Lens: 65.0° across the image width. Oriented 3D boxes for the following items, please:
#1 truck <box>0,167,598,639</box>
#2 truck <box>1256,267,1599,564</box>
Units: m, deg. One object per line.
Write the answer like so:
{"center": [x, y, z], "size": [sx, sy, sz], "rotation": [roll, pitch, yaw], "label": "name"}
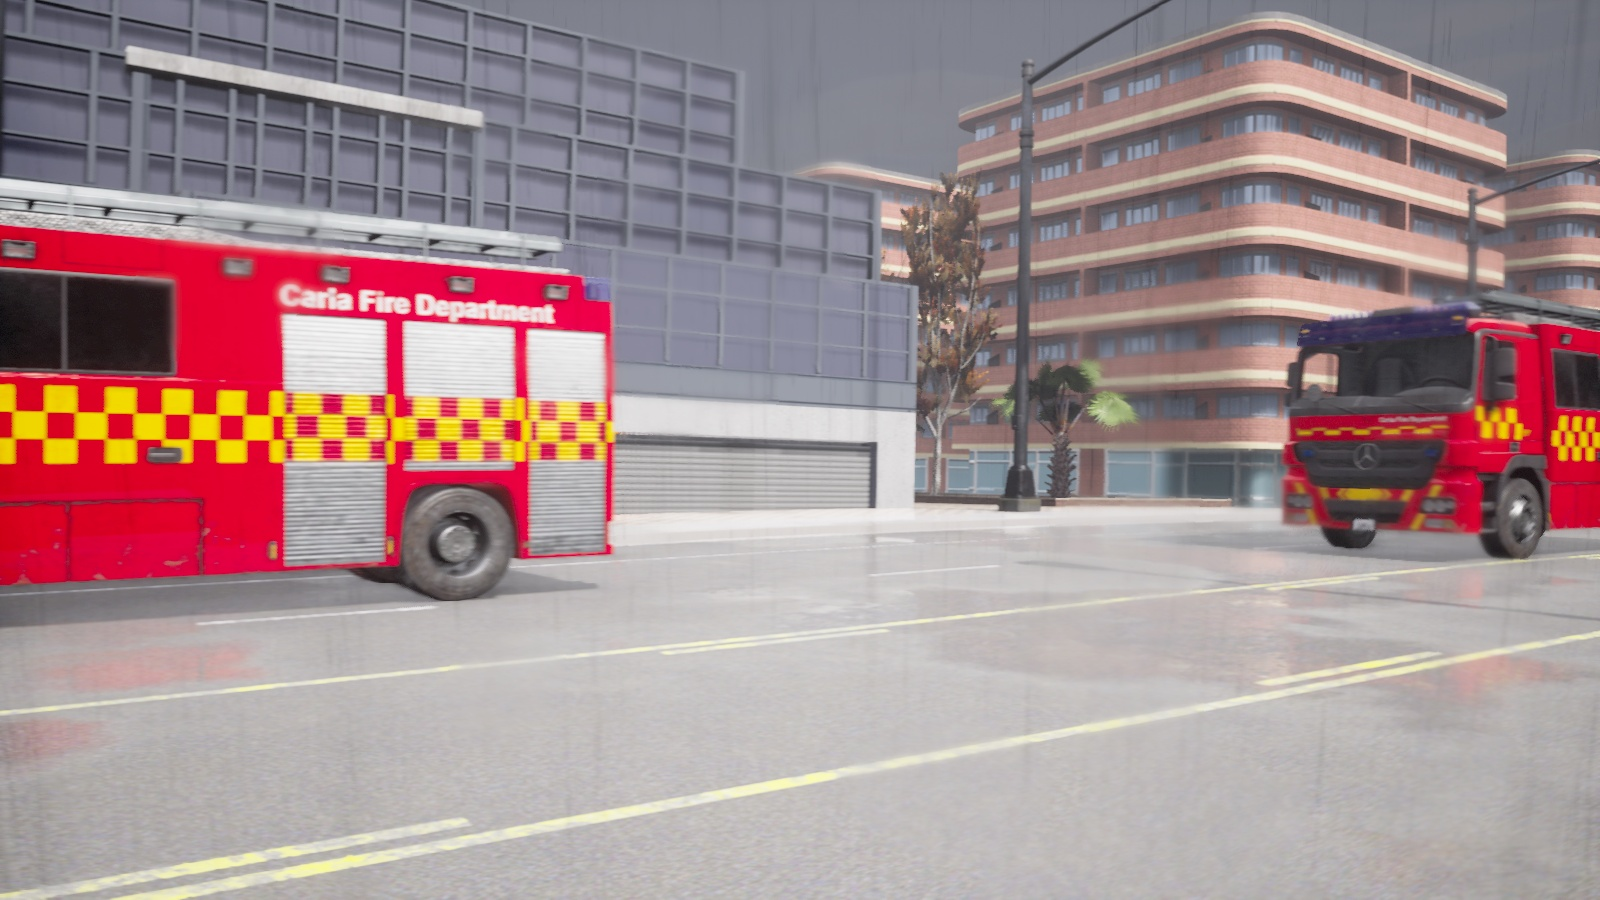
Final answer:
{"center": [-6.434, -0.380, 11.980], "size": [8.468, 3.827, 2.891], "rotation": [0, 0, -35], "label": "truck"}
{"center": [11.010, -0.401, 19.806], "size": [8.468, 3.827, 2.891], "rotation": [1, -1, -36], "label": "truck"}
